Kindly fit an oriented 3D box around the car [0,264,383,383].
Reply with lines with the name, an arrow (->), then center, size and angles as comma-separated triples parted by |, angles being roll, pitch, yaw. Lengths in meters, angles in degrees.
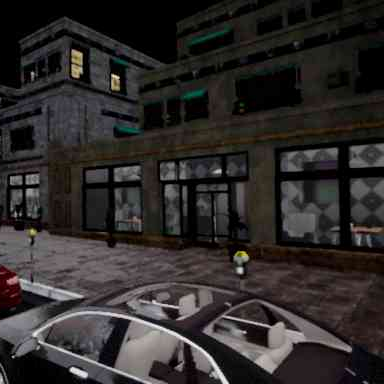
car -> -0.383, 1.570, 3.160 | 4.403, 1.369, 2.008 | -1, -1, 36
